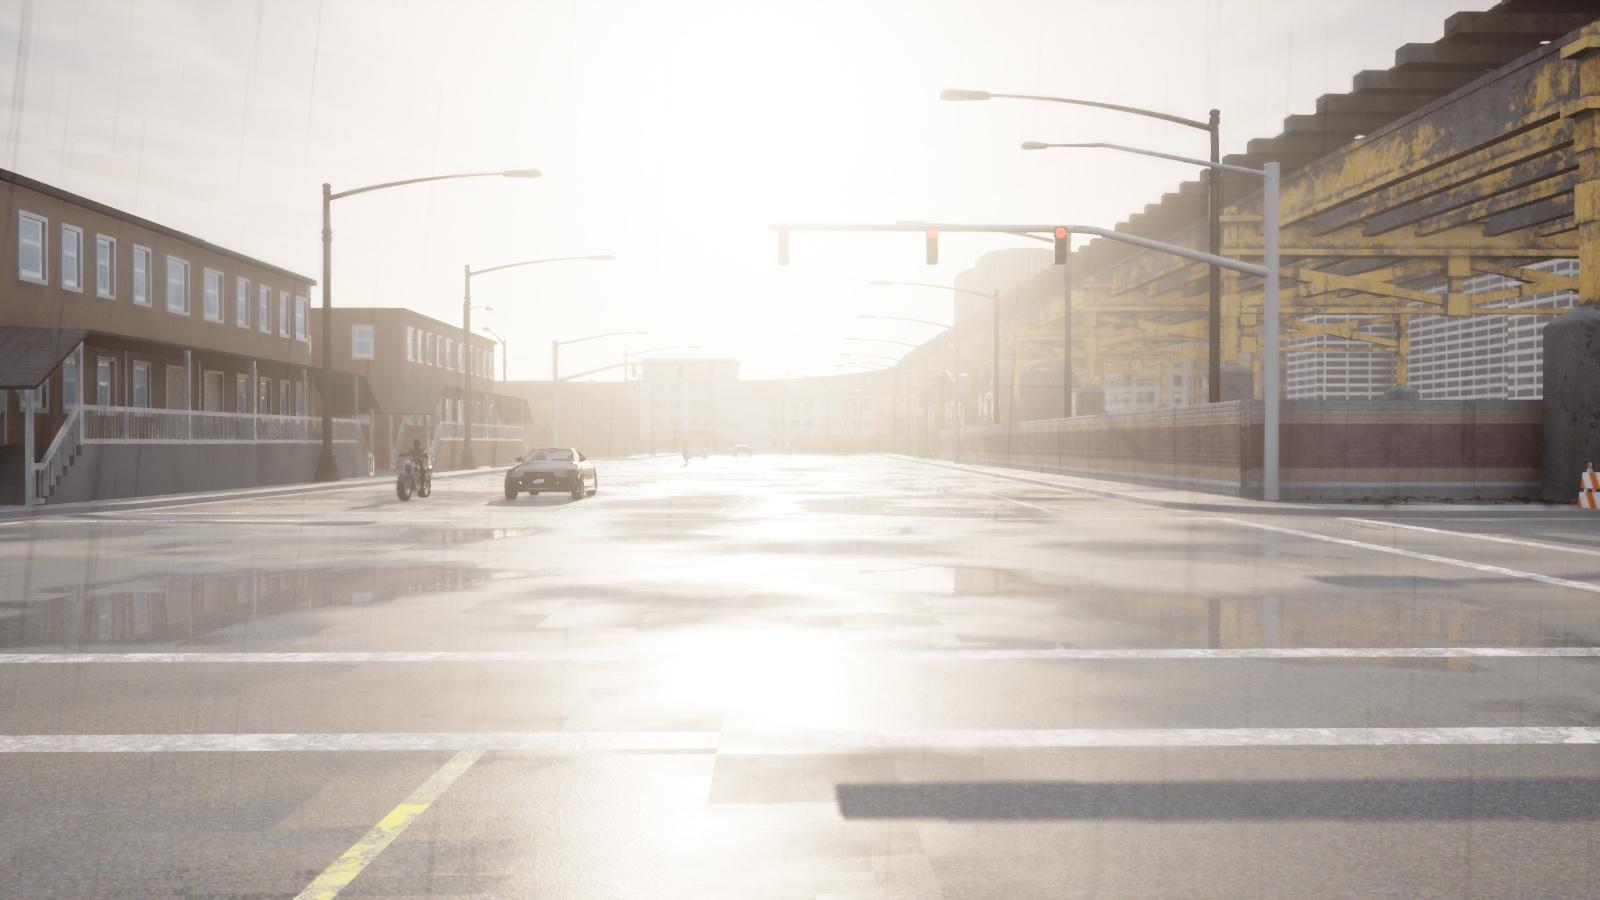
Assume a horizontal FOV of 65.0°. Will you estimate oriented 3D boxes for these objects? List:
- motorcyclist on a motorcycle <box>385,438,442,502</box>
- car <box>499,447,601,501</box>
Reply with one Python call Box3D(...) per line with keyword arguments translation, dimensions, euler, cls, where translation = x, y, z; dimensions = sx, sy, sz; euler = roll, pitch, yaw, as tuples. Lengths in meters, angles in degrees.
Box3D(translation=(-10.294, 0.499, 33.524), dimensions=(0.766, 1.649, 2.350), euler=(0, 0, 0), cls="motorcyclist on a motorcycle")
Box3D(translation=(-6.793, 0.610, 34.588), dimensions=(1.994, 1.385, 4.181), euler=(0, 0, 0), cls="car")
